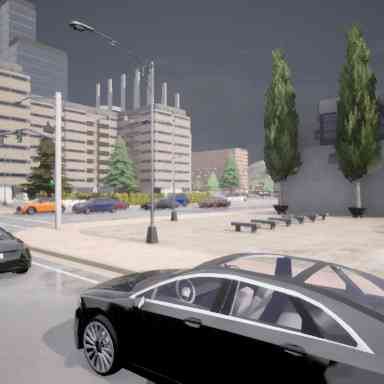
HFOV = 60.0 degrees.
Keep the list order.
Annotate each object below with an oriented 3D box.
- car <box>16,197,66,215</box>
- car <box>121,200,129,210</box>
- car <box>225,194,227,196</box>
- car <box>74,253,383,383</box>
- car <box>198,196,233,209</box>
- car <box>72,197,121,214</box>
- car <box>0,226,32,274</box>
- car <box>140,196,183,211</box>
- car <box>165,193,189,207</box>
[{"bbox_3d":[-15.447,1.351,34.113,2.097,1.767,4.553,0,0,42],"label":"car"},{"bbox_3d":[-9.749,1.563,40.588,1.994,1.385,4.181,0,0,41],"label":"car"},{"bbox_3d":[2.830,1.491,49.752,2.128,1.511,4.902,0,0,41],"label":"car"},{"bbox_3d":[0.574,1.491,3.866,4.902,1.511,2.128,0,0,37],"label":"car"},{"bbox_3d":[3.167,1.600,44.508,1.895,1.301,4.718,0,0,41],"label":"car"},{"bbox_3d":[-10.186,1.351,34.744,2.097,1.767,4.553,0,0,41],"label":"car"},{"bbox_3d":[-6.333,1.564,9.484,4.181,1.385,1.994,0,0,40],"label":"car"},{"bbox_3d":[-3.982,1.547,41.906,2.033,1.411,5.357,0,0,41],"label":"car"},{"bbox_3d":[-2.780,1.221,48.634,2.150,2.045,5.566,0,0,41],"label":"car"}]
